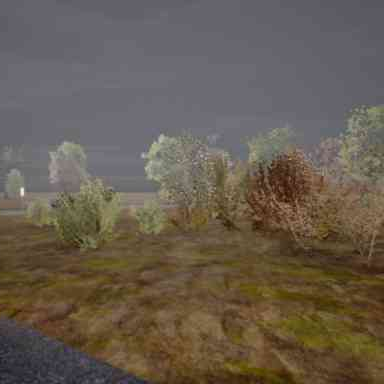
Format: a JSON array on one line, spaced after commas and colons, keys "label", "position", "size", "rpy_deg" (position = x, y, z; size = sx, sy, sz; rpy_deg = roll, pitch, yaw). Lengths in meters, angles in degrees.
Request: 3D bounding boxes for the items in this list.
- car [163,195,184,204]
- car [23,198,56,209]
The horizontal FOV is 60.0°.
[{"label": "car", "position": [-2.682, 1.178, 58.456], "size": [2.150, 2.045, 5.566], "rpy_deg": [0, 0, 40]}, {"label": "car", "position": [-17.612, 1.425, 39.549], "size": [2.128, 1.511, 4.902], "rpy_deg": [0, 0, 37]}]
